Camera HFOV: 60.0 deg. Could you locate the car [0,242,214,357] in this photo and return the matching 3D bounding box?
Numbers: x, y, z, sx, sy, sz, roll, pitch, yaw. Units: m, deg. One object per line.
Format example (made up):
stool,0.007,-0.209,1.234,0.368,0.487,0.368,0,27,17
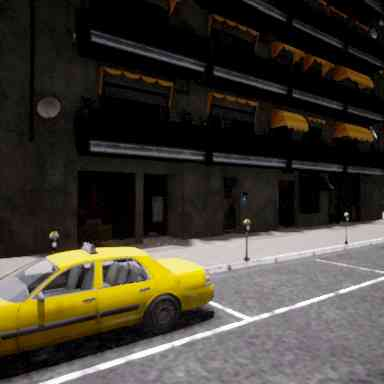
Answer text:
car,-1.882,1.522,5.207,4.829,1.417,1.752,0,0,-35
